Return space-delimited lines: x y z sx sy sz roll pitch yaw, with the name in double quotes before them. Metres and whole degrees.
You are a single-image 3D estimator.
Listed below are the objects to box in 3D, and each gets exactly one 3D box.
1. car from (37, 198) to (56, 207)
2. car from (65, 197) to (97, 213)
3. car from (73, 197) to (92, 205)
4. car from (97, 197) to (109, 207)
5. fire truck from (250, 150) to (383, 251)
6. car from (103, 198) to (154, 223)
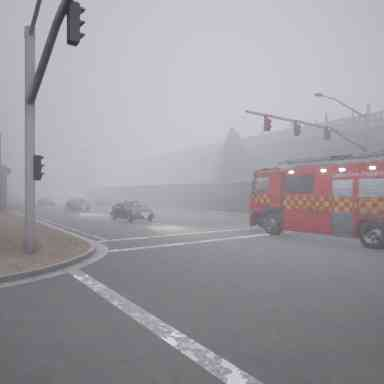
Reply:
"car" -22.432 1.562 50.994 2.033 1.411 5.357 0 0 -35
"car" -12.672 1.435 36.778 2.128 1.511 4.902 0 0 -35
"car" -19.555 1.548 59.123 1.895 1.301 4.718 0 0 -35
"car" -13.722 1.439 50.808 2.128 1.511 4.902 0 0 -34
"fire truck" 6.581 0.316 15.377 2.891 3.827 8.468 0 0 -35
"car" -4.612 1.437 25.166 2.128 1.511 4.902 0 0 -35
